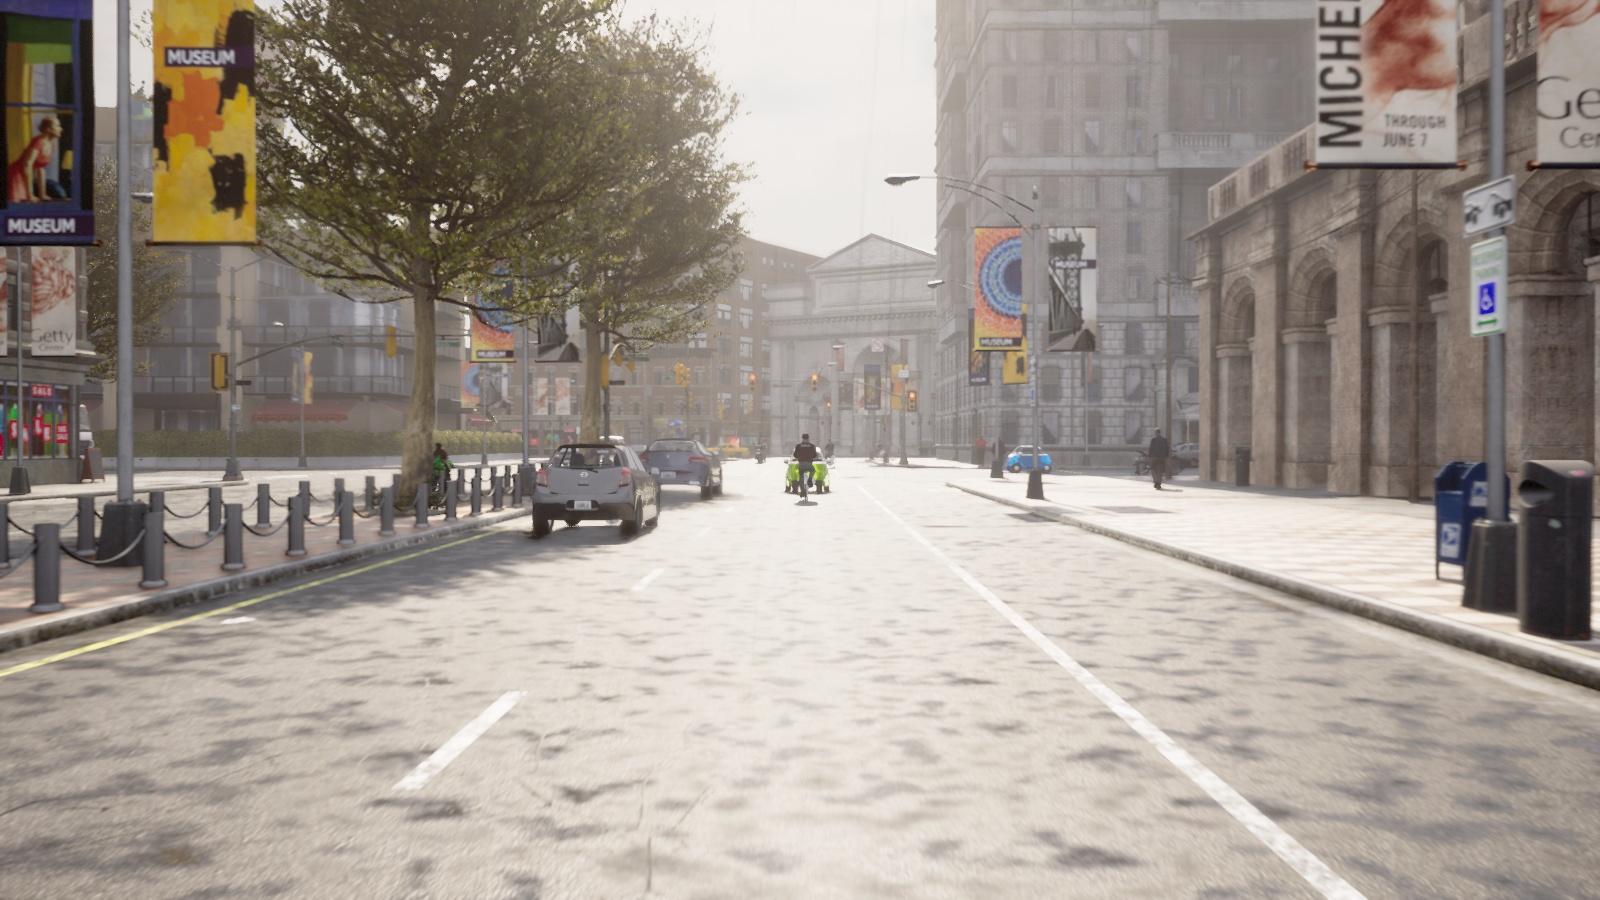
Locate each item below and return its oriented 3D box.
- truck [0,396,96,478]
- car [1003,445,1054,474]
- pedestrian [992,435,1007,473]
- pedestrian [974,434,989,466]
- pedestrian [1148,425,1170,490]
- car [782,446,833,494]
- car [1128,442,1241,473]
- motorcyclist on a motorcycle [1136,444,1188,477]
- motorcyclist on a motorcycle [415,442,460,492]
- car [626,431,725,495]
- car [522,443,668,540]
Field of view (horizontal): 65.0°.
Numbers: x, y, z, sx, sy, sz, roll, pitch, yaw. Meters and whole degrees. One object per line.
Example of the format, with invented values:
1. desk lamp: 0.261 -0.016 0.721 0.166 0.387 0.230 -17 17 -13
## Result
1. truck: -35.511 -0.573 54.814 7.936 3.462 2.891 0 0 0
2. car: 11.245 0.462 61.815 2.207 1.376 1.481 0 0 0
3. pedestrian: 9.922 0.193 62.474 0.634 1.844 0.899 0 0 14
4. pedestrian: 10.365 0.007 71.752 0.634 1.844 0.899 0 0 -4
5. pedestrian: 10.223 0.210 35.782 0.402 1.842 0.726 0 0 0
6. car: 0.218 0.589 37.775 1.481 1.376 2.207 0 1 1
7. car: 18.888 0.369 61.815 4.902 1.511 2.128 0 0 0
8. motorcyclist on a motorcycle: 16.794 0.466 58.311 2.191 1.530 0.866 0 0 0
9. motorcyclist on a motorcycle: -11.282 0.499 39.167 0.797 1.523 2.044 0 0 0
10. car: -3.365 0.326 34.863 2.152 1.651 5.027 0 0 1
11. car: -3.364 0.638 21.250 1.845 1.501 3.633 0 0 0
